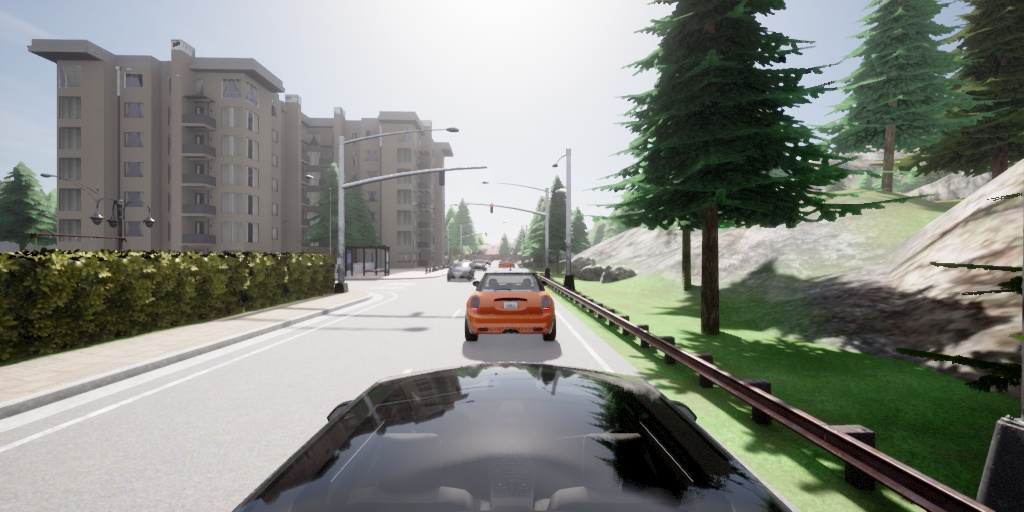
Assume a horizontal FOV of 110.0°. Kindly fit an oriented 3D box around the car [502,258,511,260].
[{"bbox_3d":[-0.740,1.101,49.211,2.097,1.767,4.553,0,0,-1],"label":"car"}]

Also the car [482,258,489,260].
[{"bbox_3d":[-4.404,1.254,47.570,1.837,1.490,4.892,0,0,-1],"label":"car"}]

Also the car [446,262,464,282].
[{"bbox_3d":[-4.070,1.238,28.952,2.128,1.511,4.902,0,0,-1],"label":"car"}]

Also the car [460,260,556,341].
[{"bbox_3d":[-0.057,1.102,10.012,2.097,1.767,4.553,0,0,-1],"label":"car"}]
